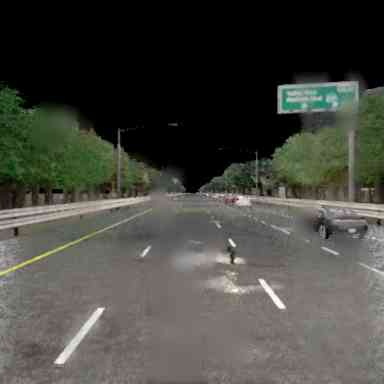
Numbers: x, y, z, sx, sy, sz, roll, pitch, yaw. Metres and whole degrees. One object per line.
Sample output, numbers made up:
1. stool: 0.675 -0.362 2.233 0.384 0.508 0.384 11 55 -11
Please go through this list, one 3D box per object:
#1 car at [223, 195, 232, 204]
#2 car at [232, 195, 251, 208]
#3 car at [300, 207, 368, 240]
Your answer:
1. car: 7.092 1.328 63.425 2.097 1.767 4.553 0 0 0
2. car: 7.064 1.516 46.224 1.812 1.442 4.674 0 0 0
3. car: 7.018 1.487 16.989 2.128 1.511 4.902 0 0 0
